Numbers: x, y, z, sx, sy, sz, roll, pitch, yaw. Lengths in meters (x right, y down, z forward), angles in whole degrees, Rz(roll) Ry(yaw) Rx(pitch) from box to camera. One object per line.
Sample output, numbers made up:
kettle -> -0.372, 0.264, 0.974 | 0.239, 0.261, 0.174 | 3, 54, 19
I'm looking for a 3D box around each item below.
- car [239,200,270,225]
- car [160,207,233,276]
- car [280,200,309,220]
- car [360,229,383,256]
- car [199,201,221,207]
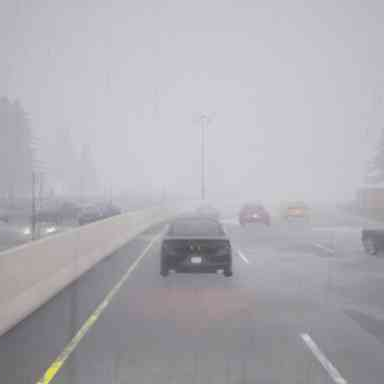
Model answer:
car -> 4.335, 1.515, 23.542 | 1.994, 1.385, 4.181 | 0, 0, 6
car -> 0.118, 1.456, 10.350 | 1.882, 1.535, 5.008 | 0, 0, 0
car -> 8.419, 1.421, 27.654 | 1.882, 1.535, 5.008 | 0, 0, 9
car -> 7.113, 1.581, 10.126 | 1.895, 1.301, 4.718 | 0, 0, 0
car -> 1.517, 1.465, 28.749 | 1.812, 1.442, 4.674 | 0, 0, 9
